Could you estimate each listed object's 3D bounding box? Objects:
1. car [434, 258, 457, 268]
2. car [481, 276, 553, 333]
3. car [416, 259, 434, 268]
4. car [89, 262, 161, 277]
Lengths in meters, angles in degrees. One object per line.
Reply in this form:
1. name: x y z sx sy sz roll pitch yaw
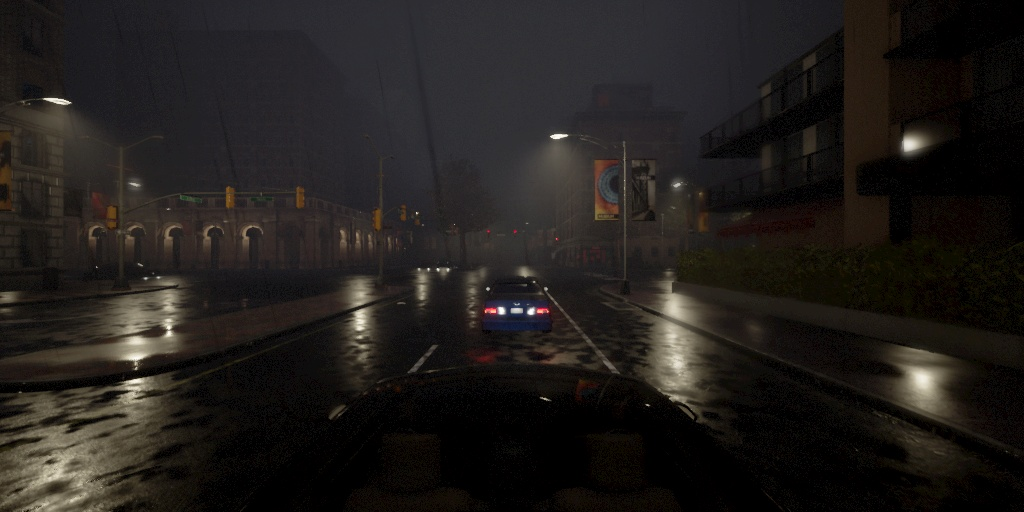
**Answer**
1. car: -11.060 1.101 59.654 2.097 1.767 4.553 0 0 1
2. car: 0.145 1.297 10.705 2.033 1.411 5.357 0 0 1
3. car: -14.527 1.227 61.723 1.882 1.535 5.008 0 0 1
4. car: -37.191 1.297 34.525 5.357 1.411 2.033 0 0 0
